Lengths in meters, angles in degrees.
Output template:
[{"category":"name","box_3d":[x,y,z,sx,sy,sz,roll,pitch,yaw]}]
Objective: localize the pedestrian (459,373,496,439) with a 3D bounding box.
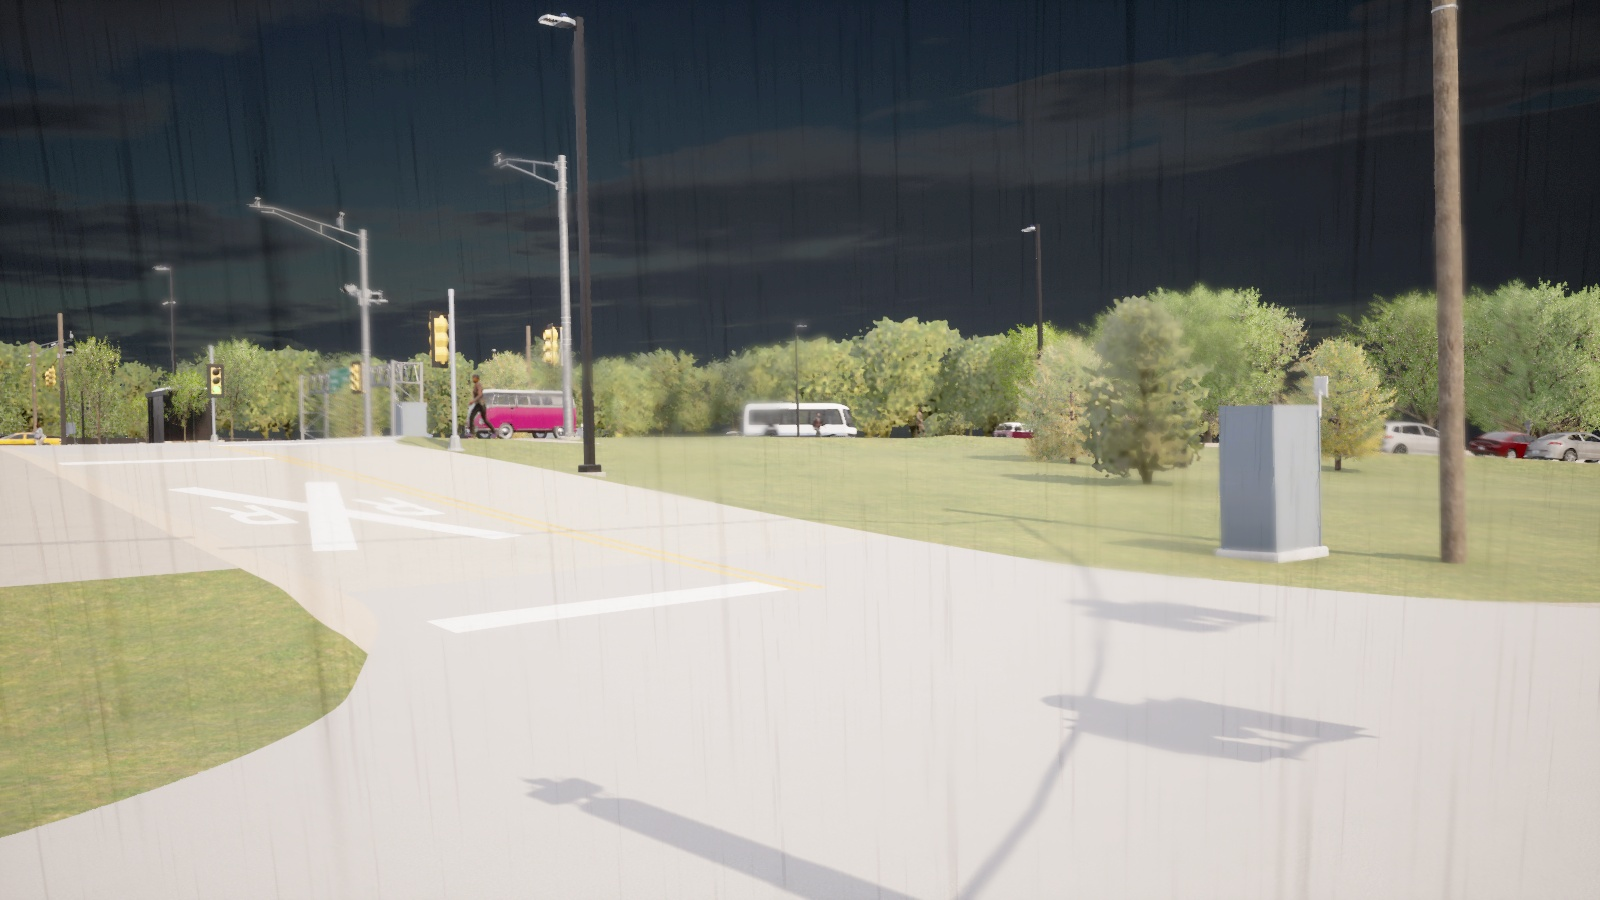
[{"category":"pedestrian","box_3d":[-8.885,-1.207,34.577,0.869,1.805,0.328,-2,1,-40]}]

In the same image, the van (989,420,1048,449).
[{"category":"van","box_3d":[16.446,-1.124,94.469,4.480,2.038,2.069,1,-2,-43]}]

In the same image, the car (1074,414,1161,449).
[{"category":"car","box_3d":[15.409,-0.876,61.047,3.705,1.549,1.789,1,-1,-3]}]

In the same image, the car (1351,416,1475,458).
[{"category":"car","box_3d":[28.066,-0.607,57.532,4.611,1.667,2.242,2,4,-13]}]

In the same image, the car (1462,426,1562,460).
[{"category":"car","box_3d":[37.257,-0.355,65.683,5.008,1.535,1.882,0,6,-26]}]

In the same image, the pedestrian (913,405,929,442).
[{"category":"pedestrian","box_3d":[6.493,-1.423,67.217,0.692,1.930,0.396,-1,1,35]}]

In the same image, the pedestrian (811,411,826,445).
[{"category":"pedestrian","box_3d":[1.031,-1.239,70.978,0.720,1.854,0.376,-1,1,42]}]

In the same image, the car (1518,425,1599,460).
[{"category":"car","box_3d":[37.901,-0.353,61.130,5.027,1.651,2.152,0,0,-14]}]

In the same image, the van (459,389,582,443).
[{"category":"van","box_3d":[-10.939,-1.311,49.342,1.775,1.987,4.442,-1,0,44]}]
